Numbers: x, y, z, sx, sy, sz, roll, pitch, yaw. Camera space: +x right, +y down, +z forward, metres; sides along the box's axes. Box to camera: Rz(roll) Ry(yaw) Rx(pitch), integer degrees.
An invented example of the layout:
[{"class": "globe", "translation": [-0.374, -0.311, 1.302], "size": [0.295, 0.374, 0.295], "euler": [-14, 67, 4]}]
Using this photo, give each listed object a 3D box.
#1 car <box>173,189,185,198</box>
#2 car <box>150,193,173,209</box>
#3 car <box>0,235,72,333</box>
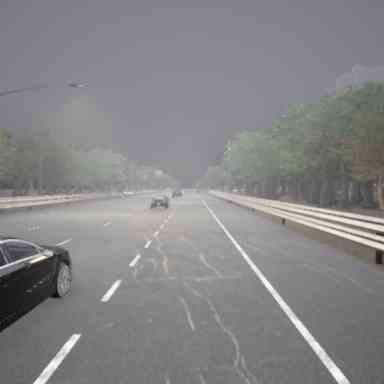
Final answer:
[{"class": "car", "translation": [-3.292, 0.258, 76.071], "size": [2.150, 2.045, 5.566], "euler": [0, 1, 0]}, {"class": "car", "translation": [-3.446, 1.057, 36.777], "size": [1.812, 1.442, 4.674], "euler": [0, 1, 0]}, {"class": "car", "translation": [-3.500, 1.421, 5.270], "size": [2.128, 1.511, 4.902], "euler": [0, 1, 0]}]
